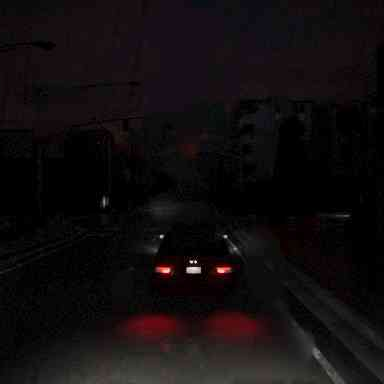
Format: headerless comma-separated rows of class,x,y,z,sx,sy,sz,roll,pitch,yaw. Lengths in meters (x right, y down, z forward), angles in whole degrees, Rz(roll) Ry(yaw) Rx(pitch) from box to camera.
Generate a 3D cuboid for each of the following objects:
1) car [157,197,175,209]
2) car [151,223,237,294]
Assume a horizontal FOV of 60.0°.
car,-3.712,1.526,46.013,1.812,1.442,4.674,0,0,0
car,0.038,1.547,8.901,2.033,1.411,5.357,0,0,0
